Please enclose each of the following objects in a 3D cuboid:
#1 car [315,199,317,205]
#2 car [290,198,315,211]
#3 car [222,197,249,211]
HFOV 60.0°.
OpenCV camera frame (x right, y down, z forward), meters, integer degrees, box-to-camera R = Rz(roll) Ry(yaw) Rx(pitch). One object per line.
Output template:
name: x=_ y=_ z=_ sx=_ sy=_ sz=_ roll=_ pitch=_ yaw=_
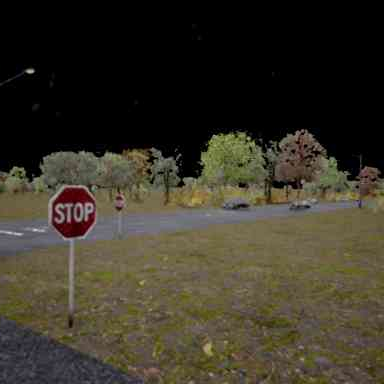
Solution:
car: x=28.714 y=2.299 z=80.556 sx=2.097 sy=1.767 sz=4.553 roll=1 pitch=0 yaw=36
car: x=17.321 y=2.041 z=52.837 sx=2.097 sy=1.767 sz=4.553 roll=1 pitch=0 yaw=36
car: x=6.643 y=1.839 z=50.004 sx=2.150 sy=2.045 sz=5.566 roll=1 pitch=1 yaw=36
